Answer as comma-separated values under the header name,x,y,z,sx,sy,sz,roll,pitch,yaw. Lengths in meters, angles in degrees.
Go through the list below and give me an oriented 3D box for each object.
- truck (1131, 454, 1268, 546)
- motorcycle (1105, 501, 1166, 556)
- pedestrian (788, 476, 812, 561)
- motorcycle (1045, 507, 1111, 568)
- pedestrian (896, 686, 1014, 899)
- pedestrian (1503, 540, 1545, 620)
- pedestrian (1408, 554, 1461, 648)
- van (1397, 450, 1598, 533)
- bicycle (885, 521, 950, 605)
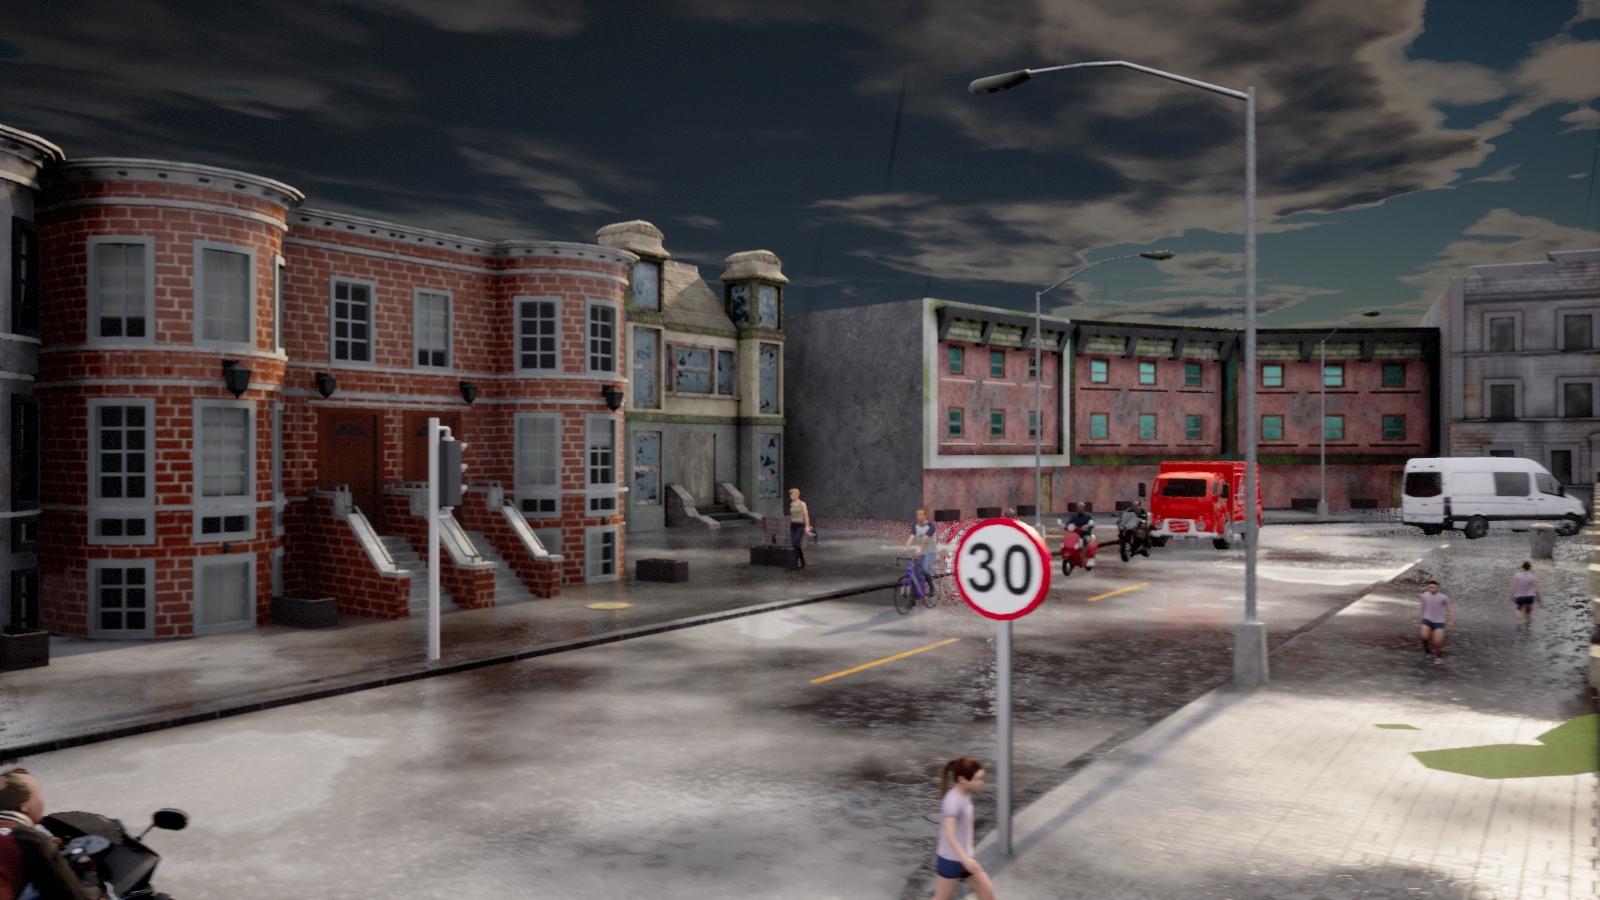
name,x,y,z,sx,sy,sz,roll,pitch,yaw
truck,11.907,1.351,33.771,2.627,2.467,5.204,0,0,33
motorcycle,8.625,1.988,29.319,0.867,1.251,2.209,0,0,35
pedestrian,-0.003,1.529,25.646,0.375,1.860,0.375,0,0,43
motorcycle,6.324,1.965,25.924,0.856,1.236,1.805,0,0,35
pedestrian,0.844,1.897,6.193,0.500,1.100,0.500,0,0,26
pedestrian,10.652,1.905,16.809,0.500,1.100,0.500,0,0,35
pedestrian,8.035,1.898,14.459,0.500,1.100,0.500,0,0,40
van,22.733,1.317,37.279,5.915,2.561,1.988,0,-2,-15
bicycle,2.056,1.939,19.841,0.373,1.296,1.643,0,0,35
